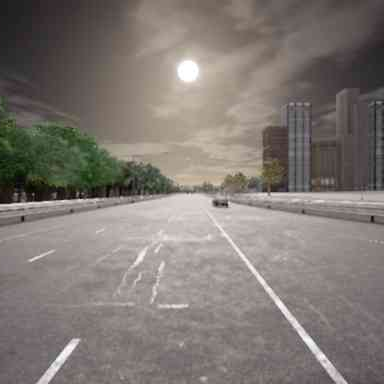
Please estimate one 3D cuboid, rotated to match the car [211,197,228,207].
[{"bbox_3d":[4.255,1.532,51.737,2.163,1.488,4.792,0,0,-4],"label":"car"}]
